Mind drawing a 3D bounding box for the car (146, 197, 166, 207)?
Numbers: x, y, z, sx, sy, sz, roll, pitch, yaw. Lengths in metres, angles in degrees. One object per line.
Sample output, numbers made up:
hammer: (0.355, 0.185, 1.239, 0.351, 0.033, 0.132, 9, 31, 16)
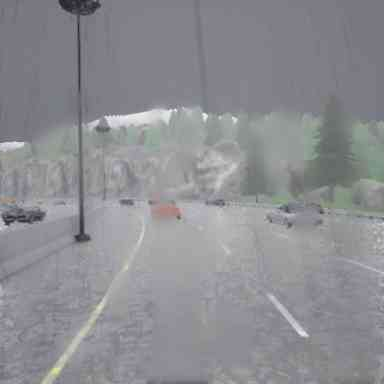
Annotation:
car: (-5.973, 1.595, 55.138, 2.128, 1.511, 4.902, -1, 0, -21)

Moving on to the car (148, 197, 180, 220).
car: (-2.355, 1.393, 28.528, 2.097, 1.767, 4.553, -1, 0, -11)

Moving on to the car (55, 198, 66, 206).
car: (-25.864, 1.953, 65.229, 1.812, 1.442, 4.674, -1, 0, -25)

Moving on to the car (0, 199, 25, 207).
car: (-17.702, 1.788, 32.201, 2.128, 1.511, 4.902, -1, 0, -13)

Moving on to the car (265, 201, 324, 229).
car: (6.238, 1.500, 20.996, 1.895, 1.301, 4.718, -1, 0, -8)

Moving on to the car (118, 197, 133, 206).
car: (-12.344, 1.687, 61.692, 1.882, 1.535, 5.008, 0, 0, -25)

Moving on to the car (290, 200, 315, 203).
car: (8.612, 1.351, 26.863, 2.128, 1.511, 4.902, -1, 0, -10)

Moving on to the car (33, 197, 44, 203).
car: (-32.238, 1.848, 69.679, 1.882, 1.535, 5.008, -1, 0, -29)

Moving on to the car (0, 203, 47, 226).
car: (-12.797, 1.815, 25.686, 1.895, 1.301, 4.718, -1, 0, -10)

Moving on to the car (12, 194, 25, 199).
car: (-36.833, 1.456, 70.590, 2.150, 2.045, 5.566, -1, 0, -31)

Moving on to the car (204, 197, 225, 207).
car: (3.329, 1.455, 49.478, 1.837, 1.490, 4.892, 0, 0, -18)
